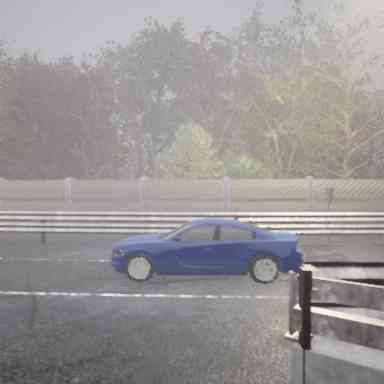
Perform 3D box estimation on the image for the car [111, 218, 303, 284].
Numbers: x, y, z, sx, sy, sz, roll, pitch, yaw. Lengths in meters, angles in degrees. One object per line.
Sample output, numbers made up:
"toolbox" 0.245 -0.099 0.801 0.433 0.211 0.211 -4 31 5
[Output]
"car" 0.369 1.462 8.980 5.008 1.535 1.882 0 0 2
